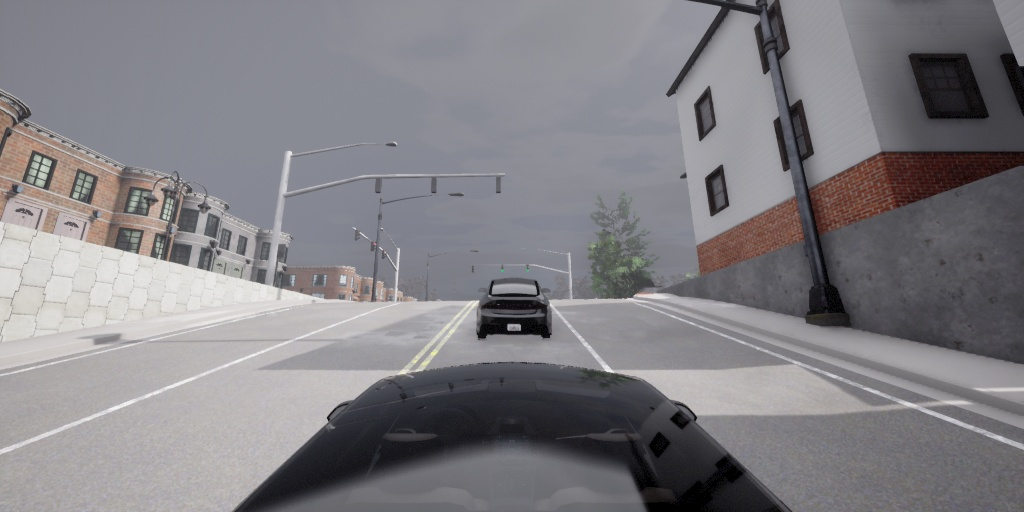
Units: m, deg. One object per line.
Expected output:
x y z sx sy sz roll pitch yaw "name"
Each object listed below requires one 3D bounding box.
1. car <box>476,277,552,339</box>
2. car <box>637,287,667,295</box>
0.064 1.353 10.378 1.837 1.490 4.892 0 0 0 "car"
11.949 3.271 28.272 4.553 1.767 2.097 -1 -14 2 "car"
